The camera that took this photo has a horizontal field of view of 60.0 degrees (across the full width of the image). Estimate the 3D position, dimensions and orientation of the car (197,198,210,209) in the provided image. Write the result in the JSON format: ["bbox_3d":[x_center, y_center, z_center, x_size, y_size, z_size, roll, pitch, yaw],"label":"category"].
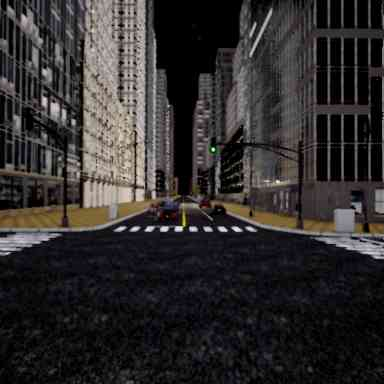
[{"bbox_3d":[2.424,2.126,61.664,2.192,1.841,5.009,0,-1,-1],"label":"car"}]

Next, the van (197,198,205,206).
[{"bbox_3d":[1.999,2.348,78.241,1.690,1.788,3.998,0,-1,-1],"label":"van"}]

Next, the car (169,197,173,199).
[{"bbox_3d":[-5.737,2.346,72.513,1.967,1.590,4.097,0,-1,-1],"label":"car"}]

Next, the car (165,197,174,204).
[{"bbox_3d":[-6.303,2.482,94.615,2.192,1.841,5.009,0,-1,-1],"label":"car"}]

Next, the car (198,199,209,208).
[{"bbox_3d":[2.282,2.317,67.189,1.967,1.590,4.097,0,-1,-1],"label":"car"}]

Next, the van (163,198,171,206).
[{"bbox_3d":[-5.879,2.312,78.039,1.690,1.788,3.998,0,-1,-1],"label":"van"}]

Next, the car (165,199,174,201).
[{"bbox_3d":[-2.721,2.213,51.469,2.033,1.411,5.357,0,-1,-1],"label":"car"}]

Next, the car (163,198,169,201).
[{"bbox_3d":[-5.454,2.341,61.460,1.947,1.339,4.313,0,-1,-1],"label":"car"}]

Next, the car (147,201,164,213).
[{"bbox_3d":[-5.030,2.157,44.883,1.802,1.307,4.206,0,-1,-1],"label":"car"}]

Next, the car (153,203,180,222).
[{"bbox_3d":[-2.203,1.974,30.782,1.994,1.385,4.181,0,-1,-2],"label":"car"}]

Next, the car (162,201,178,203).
[{"bbox_3d":[-2.460,2.137,40.909,1.895,1.301,4.718,0,-1,-1],"label":"car"}]

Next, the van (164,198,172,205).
[{"bbox_3d":[-6.020,2.377,83.564,1.690,1.788,3.998,0,-1,-1],"label":"van"}]

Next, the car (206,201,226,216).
[{"bbox_3d":[3.039,2.108,39.562,1.947,1.339,4.313,0,-1,-1],"label":"car"}]
